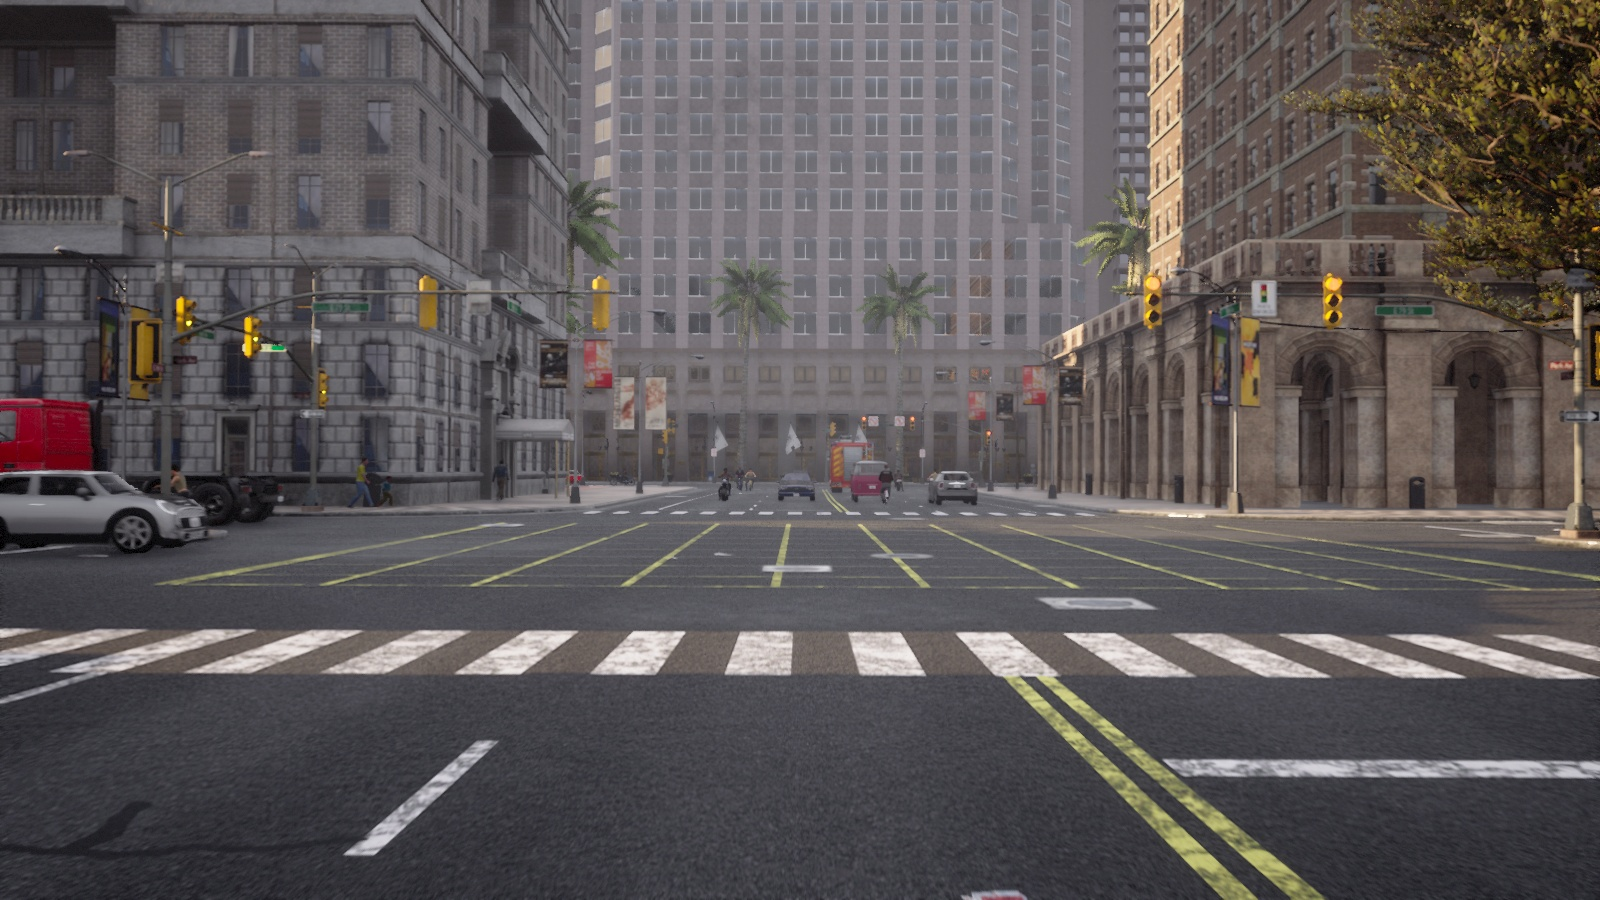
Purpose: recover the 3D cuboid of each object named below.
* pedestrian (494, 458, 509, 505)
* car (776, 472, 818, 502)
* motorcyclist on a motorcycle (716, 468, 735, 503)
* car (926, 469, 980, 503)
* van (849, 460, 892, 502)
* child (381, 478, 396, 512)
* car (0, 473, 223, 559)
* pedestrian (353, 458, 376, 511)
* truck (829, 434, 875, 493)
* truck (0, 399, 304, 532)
[{"bbox_3d":[-12.663,1.326,53.243,0.423,1.949,0.788,0,-1,3],"label":"pedestrian"},{"bbox_3d":[-0.148,1.811,62.737,2.033,1.411,5.357,0,-1,0],"label":"car"},{"bbox_3d":[-3.632,1.707,61.353,0.766,1.649,2.350,0,-1,0],"label":"motorcyclist on a motorcycle"},{"bbox_3d":[6.860,1.610,56.739,1.970,1.475,3.806,0,-1,0],"label":"car"},{"bbox_3d":[3.367,1.475,60.781,1.775,1.987,4.442,0,-1,0],"label":"van"},{"bbox_3d":[-14.308,1.568,43.667,0.448,1.192,0.343,0,-1,-9],"label":"child"},{"bbox_3d":[-12.955,1.179,23.111,3.806,1.475,1.970,0,-1,-6],"label":"car"},{"bbox_3d":[-14.956,1.182,43.120,0.706,1.836,0.354,0,-1,-13],"label":"pedestrian"},{"bbox_3d":[3.508,0.950,86.290,2.891,3.827,8.468,0,-1,1],"label":"truck"},{"bbox_3d":[-18.111,0.431,34.335,7.936,3.462,2.891,0,-1,0],"label":"truck"}]
